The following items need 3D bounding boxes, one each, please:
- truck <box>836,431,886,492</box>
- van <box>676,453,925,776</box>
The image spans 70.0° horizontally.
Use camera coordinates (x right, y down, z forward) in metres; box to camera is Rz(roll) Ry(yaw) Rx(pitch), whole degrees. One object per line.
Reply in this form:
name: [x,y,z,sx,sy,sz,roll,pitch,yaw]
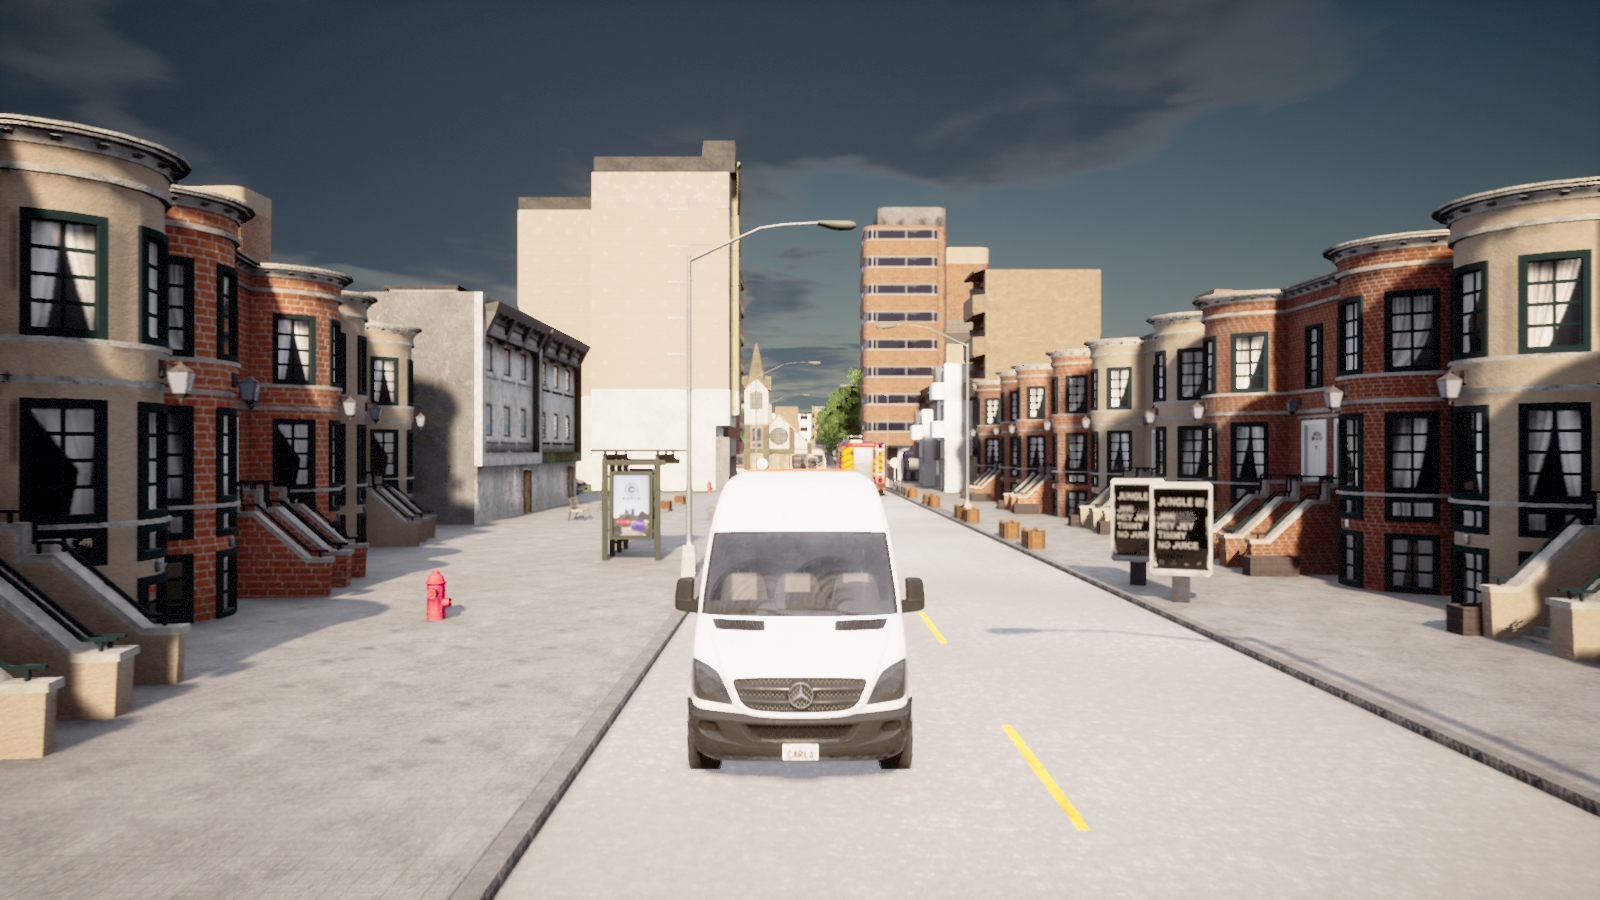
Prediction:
truck: [3.972,0.747,75.932,2.891,3.827,8.468,0,0,0]
van: [0.006,1.327,12.108,1.988,2.561,5.915,0,0,0]
